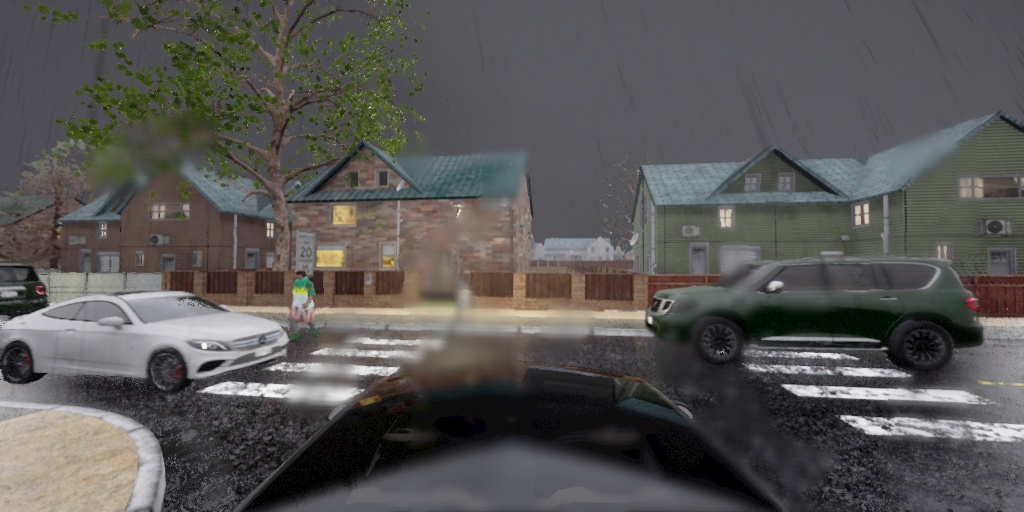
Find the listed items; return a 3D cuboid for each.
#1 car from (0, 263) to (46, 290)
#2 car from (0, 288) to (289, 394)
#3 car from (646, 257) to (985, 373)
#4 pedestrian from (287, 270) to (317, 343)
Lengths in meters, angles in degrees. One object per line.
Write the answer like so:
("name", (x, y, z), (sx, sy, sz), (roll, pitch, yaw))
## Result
("car", (-17.754, 1.253, 11.181), (5.566, 2.045, 2.150), (-1, -2, 9))
("car", (-6.497, 1.363, 6.419), (4.674, 1.442, 1.812), (-1, -2, 9))
("car", (5.785, 1.052, 7.483), (5.566, 2.045, 2.150), (0, -2, 9))
("pedestrian", (-5.394, 1.210, 9.202), (0.375, 1.860, 0.375), (0, -1, 9))
